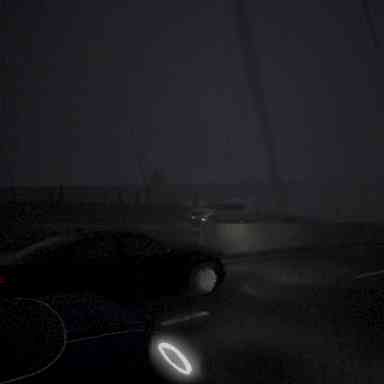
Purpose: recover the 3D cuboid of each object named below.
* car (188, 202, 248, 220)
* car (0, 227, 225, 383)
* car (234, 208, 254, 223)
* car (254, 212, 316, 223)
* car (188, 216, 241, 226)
[{"bbox_3d":[2.358,1.794,27.165,5.566,2.045,2.150,5,-3,-36],"label":"car"},{"bbox_3d":[-2.116,1.354,2.236,4.553,1.767,2.097,-1,0,-36],"label":"car"},{"bbox_3d":[6.084,2.276,25.532,5.357,1.411,2.033,5,-3,-35],"label":"car"},{"bbox_3d":[6.529,2.185,21.551,4.718,1.301,1.895,5,-3,-35],"label":"car"},{"bbox_3d":[-1.529,1.482,6.955,5.008,1.535,1.882,0,0,-36],"label":"car"}]
